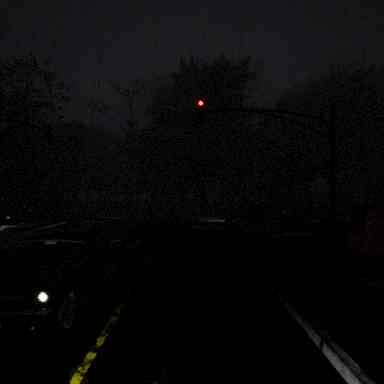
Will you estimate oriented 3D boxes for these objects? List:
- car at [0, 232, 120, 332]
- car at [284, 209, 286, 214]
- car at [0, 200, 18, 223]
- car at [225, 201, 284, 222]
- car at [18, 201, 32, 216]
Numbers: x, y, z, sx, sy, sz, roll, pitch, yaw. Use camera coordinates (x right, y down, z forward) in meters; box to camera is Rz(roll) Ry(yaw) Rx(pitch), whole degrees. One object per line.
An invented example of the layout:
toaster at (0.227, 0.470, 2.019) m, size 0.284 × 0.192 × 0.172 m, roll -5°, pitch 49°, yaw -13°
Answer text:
car at (-2.898, 1.601, 6.939) m, size 1.895 × 1.301 × 4.718 m, roll 0°, pitch 0°, yaw -1°
car at (5.793, 1.524, 29.598) m, size 4.902 × 1.511 × 2.128 m, roll 0°, pitch 0°, yaw 0°
car at (-14.901, 1.472, 22.823) m, size 4.674 × 1.442 × 1.812 m, roll 0°, pitch 0°, yaw 0°
car at (4.745, 1.589, 26.343) m, size 4.181 × 1.385 × 1.994 m, roll 0°, pitch 0°, yaw 0°
car at (-16.810, 1.439, 29.516) m, size 4.902 × 1.511 × 2.128 m, roll 0°, pitch 0°, yaw 0°
